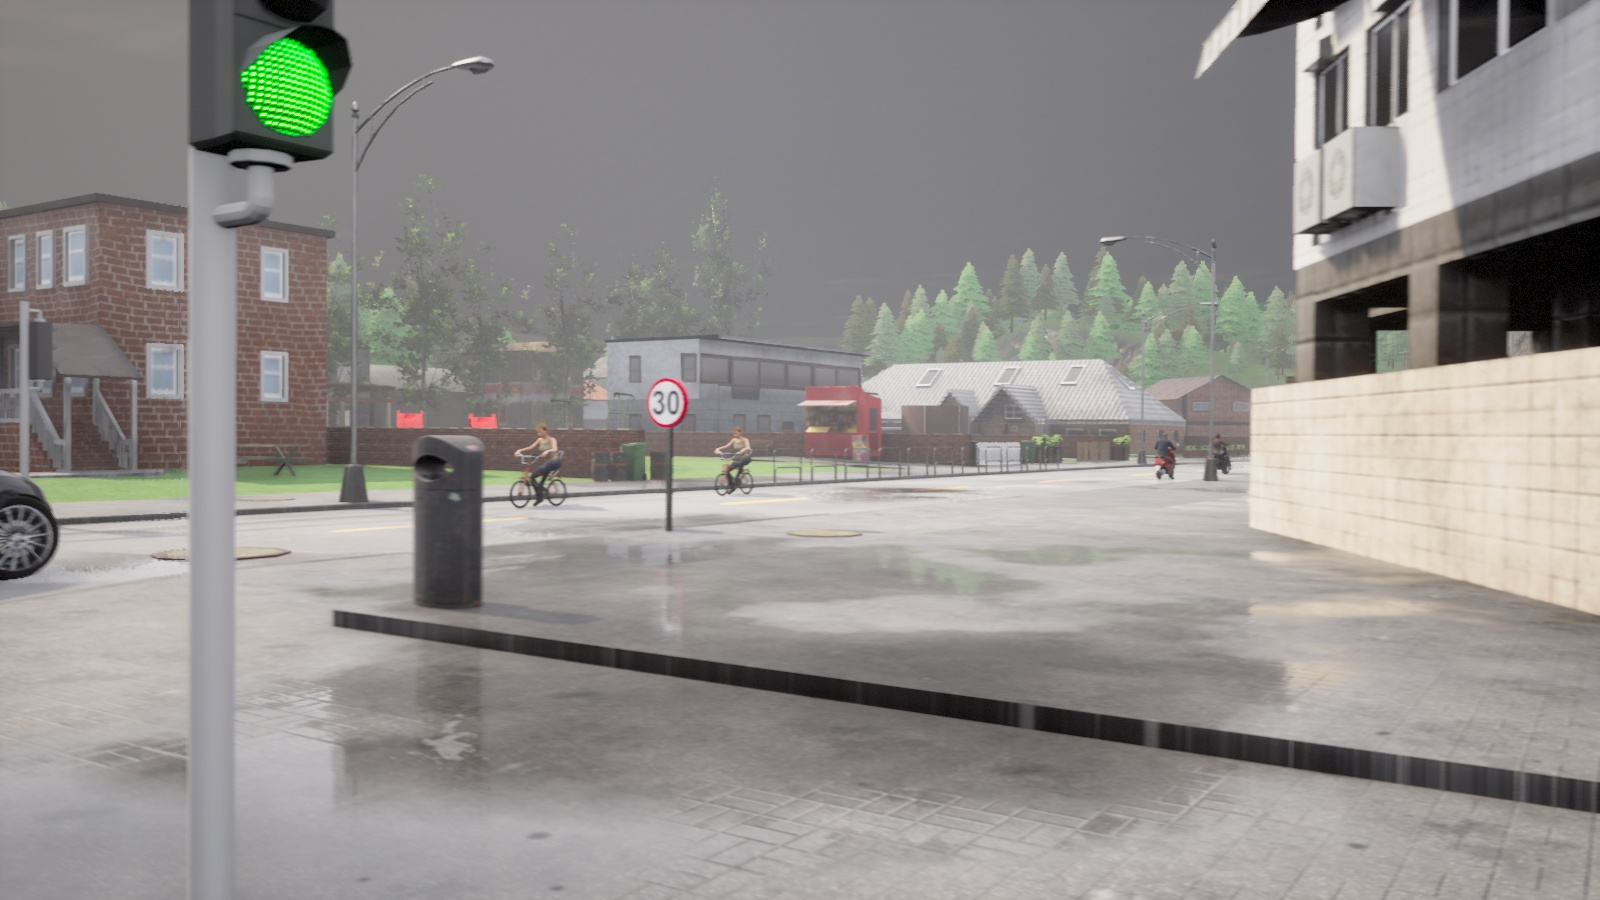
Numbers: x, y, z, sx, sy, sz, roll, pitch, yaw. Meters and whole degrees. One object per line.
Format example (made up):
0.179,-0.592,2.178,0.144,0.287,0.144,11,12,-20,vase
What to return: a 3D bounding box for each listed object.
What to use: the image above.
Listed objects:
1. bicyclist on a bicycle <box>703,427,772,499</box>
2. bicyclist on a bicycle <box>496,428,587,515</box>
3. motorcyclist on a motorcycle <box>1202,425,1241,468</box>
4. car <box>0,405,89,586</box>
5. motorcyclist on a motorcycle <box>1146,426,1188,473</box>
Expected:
-1.447,0.282,29.251,0.866,1.612,1.509,0,1,34,bicyclist on a bicycle
-4.925,0.385,24.009,0.866,1.612,1.509,0,1,34,bicyclist on a bicycle
16.541,-0.141,49.299,0.766,1.649,2.350,0,1,36,motorcyclist on a motorcycle
-8.421,0.445,10.362,2.152,1.651,5.027,-1,1,1,car
12.669,-0.021,43.292,0.866,1.590,1.817,0,1,34,motorcyclist on a motorcycle
